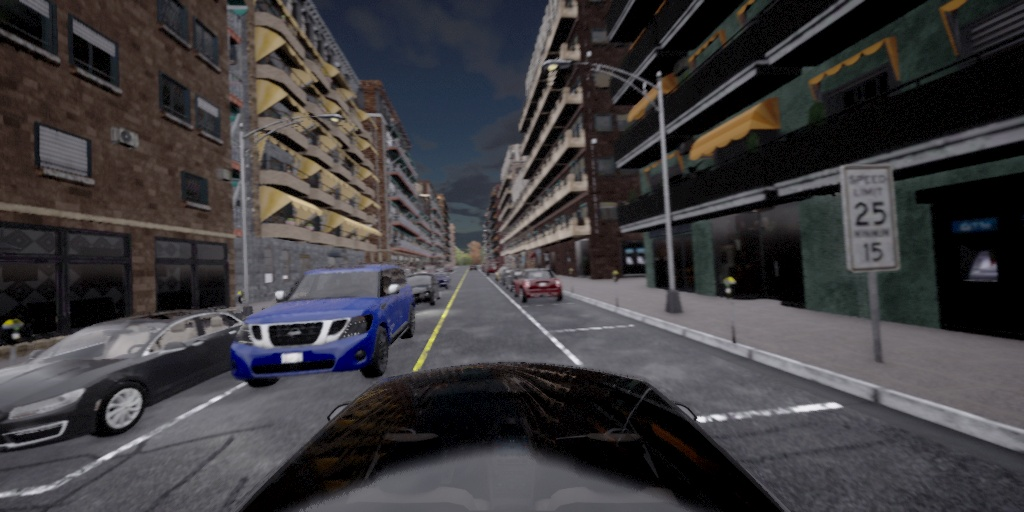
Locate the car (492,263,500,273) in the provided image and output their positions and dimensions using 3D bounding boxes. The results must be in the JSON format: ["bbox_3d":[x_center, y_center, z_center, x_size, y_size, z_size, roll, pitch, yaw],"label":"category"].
[{"bbox_3d":[-0.707,1.711,34.554,1.751,1.417,4.829,0,0,-6],"label":"car"}]

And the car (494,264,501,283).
[{"bbox_3d":[-0.064,1.634,28.853,2.007,1.370,4.403,0,0,-6],"label":"car"}]

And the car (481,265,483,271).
[{"bbox_3d":[-3.805,2.249,62.045,2.007,1.370,4.403,0,0,-6],"label":"car"}]

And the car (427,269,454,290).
[{"bbox_3d":[-5.852,1.966,28.380,1.895,1.301,4.718,-3,-1,-6],"label":"car"}]

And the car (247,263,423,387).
[{"bbox_3d":[-3.596,1.217,8.086,2.150,2.045,5.566,-3,-1,-6],"label":"car"}]

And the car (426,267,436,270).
[{"bbox_3d":[-9.614,2.216,38.837,1.751,1.417,4.829,0,0,-6],"label":"car"}]

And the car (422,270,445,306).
[{"bbox_3d":[-4.747,1.689,18.445,1.837,1.490,4.892,-3,-1,-6],"label":"car"}]

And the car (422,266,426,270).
[{"bbox_3d":[-8.386,1.802,27.942,2.192,1.841,5.009,0,0,-6],"label":"car"}]

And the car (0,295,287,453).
[{"bbox_3d":[-5.892,1.633,5.814,2.007,1.370,4.403,0,0,-6],"label":"car"}]

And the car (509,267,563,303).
[{"bbox_3d":[1.182,1.321,17.790,1.967,1.591,4.097,0,0,-6],"label":"car"}]

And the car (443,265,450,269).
[{"bbox_3d":[-12.126,2.668,61.134,1.948,1.339,4.313,0,0,-6],"label":"car"}]

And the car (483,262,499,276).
[{"bbox_3d":[-2.558,1.808,50.981,2.192,1.841,5.009,0,0,-6],"label":"car"}]

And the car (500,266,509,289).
[{"bbox_3d":[0.558,1.533,23.322,2.007,1.370,4.403,0,0,-6],"label":"car"}]

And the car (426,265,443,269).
[{"bbox_3d":[-10.257,2.108,44.538,2.192,1.841,5.009,0,0,-6],"label":"car"}]
